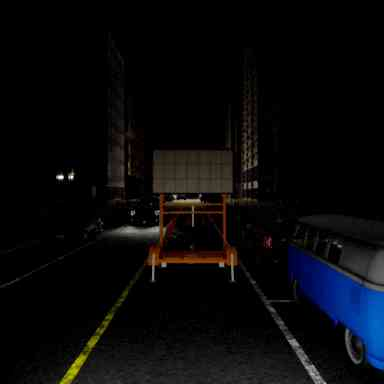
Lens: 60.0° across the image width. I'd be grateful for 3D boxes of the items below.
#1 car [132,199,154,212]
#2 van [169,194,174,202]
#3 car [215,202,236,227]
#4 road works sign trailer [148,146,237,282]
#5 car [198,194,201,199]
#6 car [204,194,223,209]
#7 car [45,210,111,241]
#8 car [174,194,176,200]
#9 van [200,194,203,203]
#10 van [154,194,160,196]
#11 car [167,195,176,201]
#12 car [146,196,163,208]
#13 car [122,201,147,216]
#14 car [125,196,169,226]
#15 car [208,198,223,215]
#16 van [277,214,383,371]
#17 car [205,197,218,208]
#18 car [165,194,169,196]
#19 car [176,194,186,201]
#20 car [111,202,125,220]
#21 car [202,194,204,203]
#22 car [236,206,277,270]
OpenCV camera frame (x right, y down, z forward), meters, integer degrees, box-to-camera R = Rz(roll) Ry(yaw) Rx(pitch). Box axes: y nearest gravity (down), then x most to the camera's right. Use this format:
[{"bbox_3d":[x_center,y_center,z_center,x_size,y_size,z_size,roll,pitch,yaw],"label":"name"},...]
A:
[{"bbox_3d":[-5.656,1.540,38.894,1.752,1.417,4.829,0,0,0],"label":"car"},{"bbox_3d":[-5.563,1.383,72.721,1.690,1.788,3.998,0,0,0],"label":"van"},{"bbox_3d":[2.823,1.570,22.225,1.947,1.339,4.313,0,0,0],"label":"car"},{"bbox_3d":[0.026,0.465,9.739,2.380,3.560,2.880,0,0,0],"label":"road works sign trailer"},{"bbox_3d":[2.962,1.357,72.707,2.192,1.841,5.009,0,0,0],"label":"car"},{"bbox_3d":[2.870,1.330,39.053,2.192,1.841,5.009,0,0,0],"label":"car"},{"bbox_3d":[-5.717,1.568,16.626,1.947,1.339,4.313,0,0,0],"label":"car"},{"bbox_3d":[-5.548,1.363,78.330,2.192,1.841,5.009,0,0,0],"label":"car"},{"bbox_3d":[2.931,1.374,61.489,1.690,1.788,3.998,0,0,0],"label":"van"},{"bbox_3d":[-5.640,1.360,44.673,1.690,1.788,3.998,0,0,0],"label":"van"},{"bbox_3d":[-5.517,1.610,89.548,2.008,1.369,4.403,0,0,0],"label":"car"},{"bbox_3d":[-5.625,1.463,50.282,1.967,1.590,4.097,0,0,0],"label":"car"},{"bbox_3d":[-5.671,1.593,33.454,1.802,1.307,4.206,0,0,0],"label":"car"},{"bbox_3d":[-3.037,1.357,23.459,2.097,1.767,4.553,0,0,0],"label":"car"},{"bbox_3d":[2.854,1.593,33.444,1.802,1.307,4.206,0,0,0],"label":"car"},{"bbox_3d":[2.778,1.341,5.398,1.690,1.788,3.998,0,0,0],"label":"van"},{"bbox_3d":[2.901,1.549,50.441,1.752,1.417,4.829,0,0,0],"label":"car"},{"bbox_3d":[-5.609,1.343,55.892,2.192,1.841,5.009,0,0,0],"label":"car"},{"bbox_3d":[-2.761,1.281,87.340,2.150,2.045,5.566,0,0,0],"label":"car"},{"bbox_3d":[-5.686,1.558,27.845,2.008,1.369,4.403,0,0,0],"label":"car"},{"bbox_3d":[2.885,1.334,44.662,2.192,1.841,5.009,0,0,0],"label":"car"},{"bbox_3d":[2.793,1.441,11.007,1.967,1.590,4.097,0,0,0],"label":"car"}]
